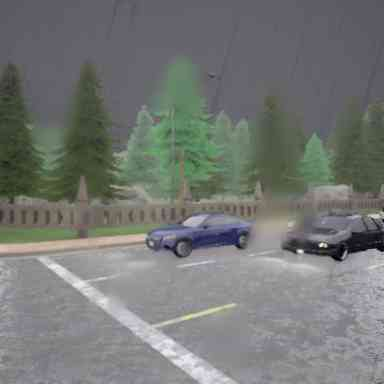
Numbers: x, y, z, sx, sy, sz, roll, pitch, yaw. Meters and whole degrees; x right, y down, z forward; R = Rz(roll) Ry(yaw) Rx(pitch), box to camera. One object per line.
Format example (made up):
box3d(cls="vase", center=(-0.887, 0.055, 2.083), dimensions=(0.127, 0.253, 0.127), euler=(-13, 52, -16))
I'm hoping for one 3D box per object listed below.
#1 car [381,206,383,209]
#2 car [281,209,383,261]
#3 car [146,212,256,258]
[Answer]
box3d(cls="car", center=(15.917, 1.231, 24.162), dimensions=(5.566, 2.045, 2.150), euler=(0, 0, -35))
box3d(cls="car", center=(5.696, 1.555, 12.451), dimensions=(5.357, 1.411, 2.033), euler=(0, 0, -36))
box3d(cls="car", center=(0.484, 1.538, 12.975), dimensions=(4.674, 1.442, 1.812), euler=(0, 0, -35))
